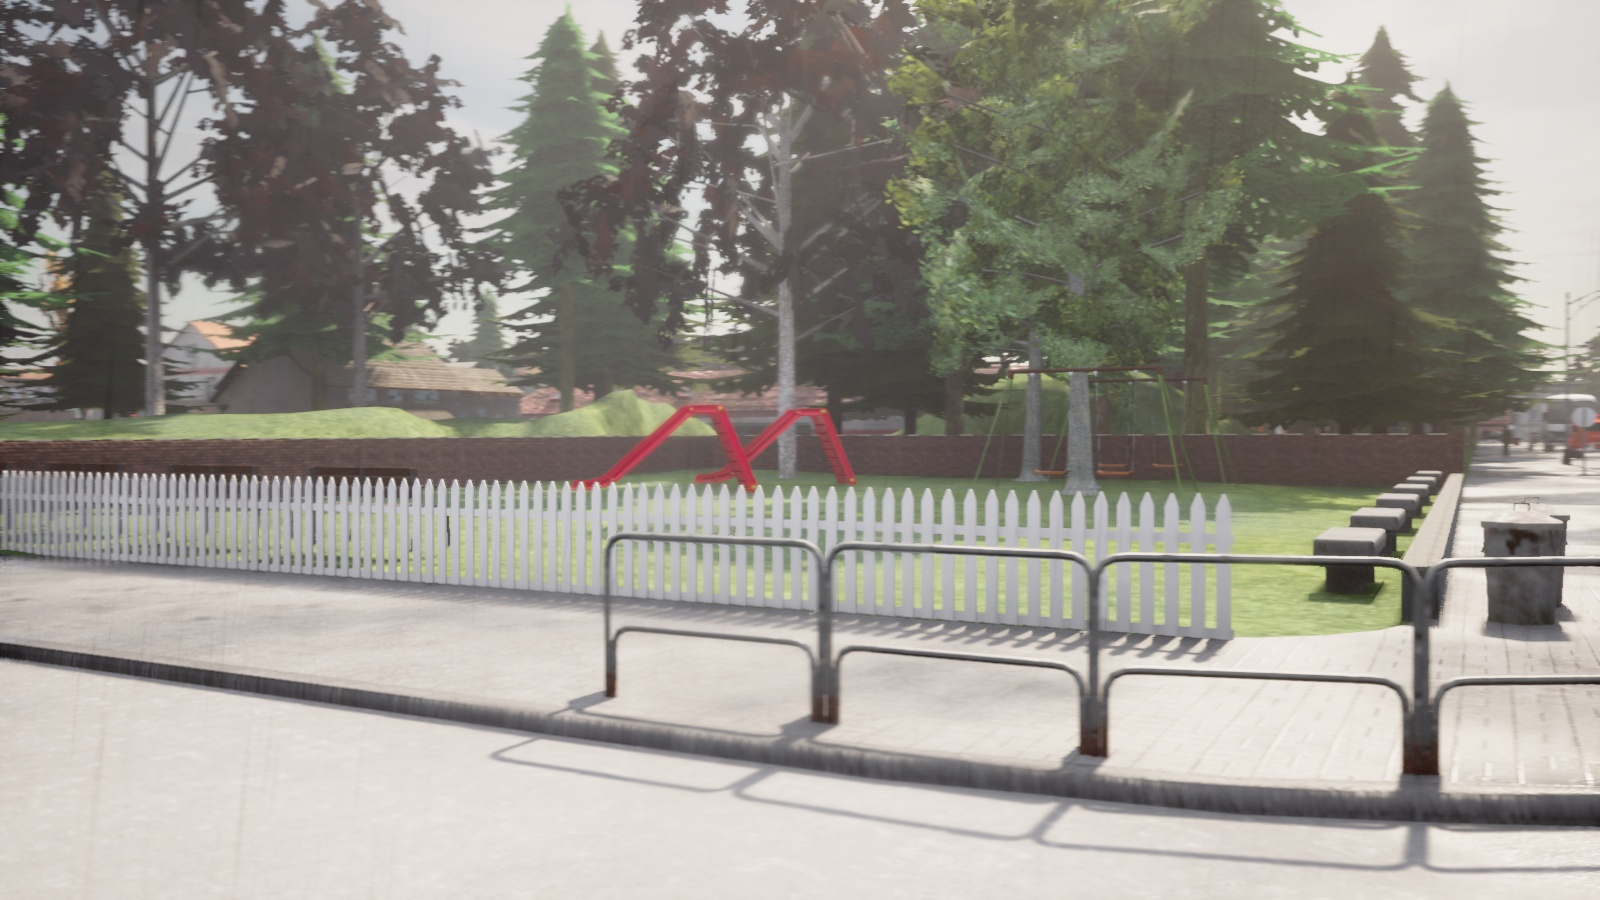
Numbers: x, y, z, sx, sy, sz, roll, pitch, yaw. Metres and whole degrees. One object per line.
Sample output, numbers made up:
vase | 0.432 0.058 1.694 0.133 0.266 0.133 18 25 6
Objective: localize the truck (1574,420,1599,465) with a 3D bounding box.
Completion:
truck | 45.229 -0.424 70.627 2.627 2.467 5.204 1 1 29

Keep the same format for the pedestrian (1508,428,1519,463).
pedestrian | 39.688 -0.242 69.826 0.396 1.930 0.692 1 1 41
